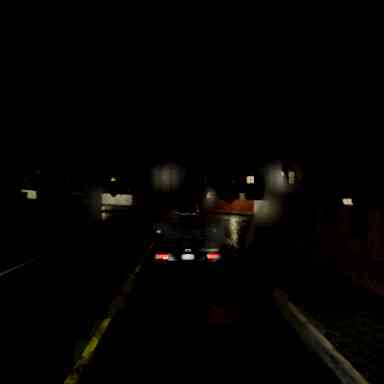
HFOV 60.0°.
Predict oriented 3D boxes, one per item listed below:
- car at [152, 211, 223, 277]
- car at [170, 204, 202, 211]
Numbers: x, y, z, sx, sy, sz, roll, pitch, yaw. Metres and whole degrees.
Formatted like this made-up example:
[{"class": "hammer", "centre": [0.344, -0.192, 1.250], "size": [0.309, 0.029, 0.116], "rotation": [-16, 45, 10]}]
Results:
[{"class": "car", "centre": [-0.150, 1.560, 10.243], "size": [2.033, 1.411, 5.357], "rotation": [0, 0, -1]}, {"class": "car", "centre": [-0.405, 1.514, 21.833], "size": [2.128, 1.511, 4.902], "rotation": [0, 0, -1]}]
